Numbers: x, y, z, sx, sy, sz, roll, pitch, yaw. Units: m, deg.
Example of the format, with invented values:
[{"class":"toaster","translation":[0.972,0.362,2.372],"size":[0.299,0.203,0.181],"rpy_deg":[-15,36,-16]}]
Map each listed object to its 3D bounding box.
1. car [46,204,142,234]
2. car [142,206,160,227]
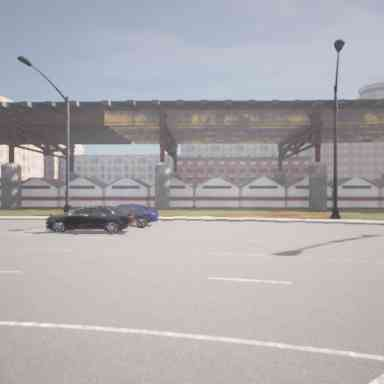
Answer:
[{"class":"car","translation":[-5.571,1.508,18.547],"size":[4.892,1.490,1.837],"rpy_deg":[0,-2,3]},{"class":"car","translation":[-4.469,1.528,22.067],"size":[4.674,1.442,1.812],"rpy_deg":[0,-1,3]}]
